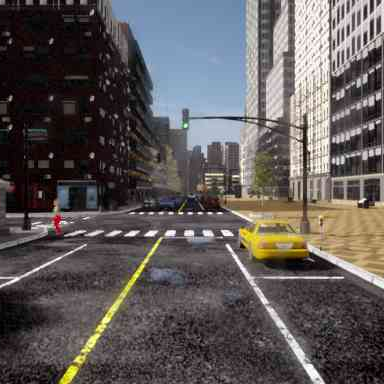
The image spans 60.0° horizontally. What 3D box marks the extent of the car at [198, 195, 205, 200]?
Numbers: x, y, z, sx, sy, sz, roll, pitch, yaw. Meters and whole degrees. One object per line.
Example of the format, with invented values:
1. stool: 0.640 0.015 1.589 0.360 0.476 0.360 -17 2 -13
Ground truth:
1. car: 2.653 1.634 94.091 1.752 1.417 4.829 0 0 0

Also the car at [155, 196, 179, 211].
1. car: -3.112 1.566 41.882 2.033 1.411 5.357 0 0 0

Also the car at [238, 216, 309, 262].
1. car: 2.682 1.527 11.939 1.752 1.417 4.829 0 0 0

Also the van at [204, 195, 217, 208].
1. van: 2.668 1.368 49.708 1.690 1.788 3.998 0 0 0

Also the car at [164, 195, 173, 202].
1. car: -5.724 1.524 82.865 1.967 1.590 4.097 0 0 0

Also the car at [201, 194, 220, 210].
1. car: 2.670 1.336 44.182 2.192 1.841 5.009 0 0 0

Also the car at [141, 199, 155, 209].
1. car: -5.709 1.571 44.178 2.008 1.369 4.403 0 0 0

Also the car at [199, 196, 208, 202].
1. car: 2.659 1.618 77.341 1.887 1.381 4.507 0 0 0

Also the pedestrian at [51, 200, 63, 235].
1. pedestrian: -6.923 1.296 17.108 0.375 1.860 0.375 0 0 0

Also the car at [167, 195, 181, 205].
1. car: -3.105 1.507 51.794 1.882 1.535 5.008 0 0 0

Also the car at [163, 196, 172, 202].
1. car: -5.721 1.655 77.339 1.802 1.307 4.206 0 0 0

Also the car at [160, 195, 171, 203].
1. car: -5.720 1.503 71.812 1.967 1.590 4.097 0 0 0

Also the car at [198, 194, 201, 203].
1. car: 2.662 1.368 66.287 2.192 1.841 5.009 0 0 0

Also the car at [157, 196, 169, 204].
1. car: -5.717 1.597 66.284 1.887 1.381 4.507 0 0 0

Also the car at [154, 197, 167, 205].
1. car: -5.715 1.594 60.758 2.008 1.369 4.403 0 0 0

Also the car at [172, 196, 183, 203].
1. car: -3.026 1.587 71.759 2.128 1.511 4.902 0 0 0

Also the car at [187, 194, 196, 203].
1. car: -0.026 1.618 73.373 1.994 1.385 4.181 0 0 0
